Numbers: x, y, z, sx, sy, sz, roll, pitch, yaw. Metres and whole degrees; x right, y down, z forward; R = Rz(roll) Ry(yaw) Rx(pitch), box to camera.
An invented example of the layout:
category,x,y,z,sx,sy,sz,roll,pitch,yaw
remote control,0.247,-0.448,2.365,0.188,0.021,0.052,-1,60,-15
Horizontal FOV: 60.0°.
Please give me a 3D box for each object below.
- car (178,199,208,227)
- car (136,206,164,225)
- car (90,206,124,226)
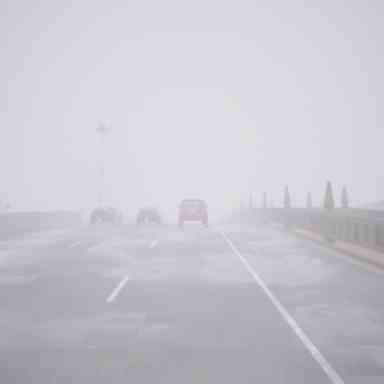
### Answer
category,x,y,z,sx,sy,sz,roll,pitch,yaw
car,0.092,1.579,25.881,2.150,2.045,5.566,0,-3,0
car,-3.408,1.936,27.380,1.837,1.490,4.892,0,-3,0
car,-6.908,1.935,27.308,1.837,1.490,4.892,0,-3,0
